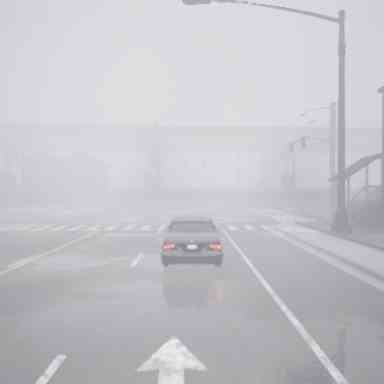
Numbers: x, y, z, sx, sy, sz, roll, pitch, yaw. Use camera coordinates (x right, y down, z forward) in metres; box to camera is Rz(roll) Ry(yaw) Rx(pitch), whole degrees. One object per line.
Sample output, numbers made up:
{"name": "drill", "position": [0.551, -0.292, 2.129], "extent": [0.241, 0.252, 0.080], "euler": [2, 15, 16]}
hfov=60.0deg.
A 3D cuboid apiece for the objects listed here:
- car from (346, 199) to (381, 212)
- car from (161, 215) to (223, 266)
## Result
{"name": "car", "position": [15.379, 1.343, 27.757], "extent": [4.902, 1.511, 2.128], "euler": [0, 0, 1]}
{"name": "car", "position": [-0.001, 1.486, 11.300], "extent": [2.033, 1.411, 5.357], "euler": [0, 0, 0]}
